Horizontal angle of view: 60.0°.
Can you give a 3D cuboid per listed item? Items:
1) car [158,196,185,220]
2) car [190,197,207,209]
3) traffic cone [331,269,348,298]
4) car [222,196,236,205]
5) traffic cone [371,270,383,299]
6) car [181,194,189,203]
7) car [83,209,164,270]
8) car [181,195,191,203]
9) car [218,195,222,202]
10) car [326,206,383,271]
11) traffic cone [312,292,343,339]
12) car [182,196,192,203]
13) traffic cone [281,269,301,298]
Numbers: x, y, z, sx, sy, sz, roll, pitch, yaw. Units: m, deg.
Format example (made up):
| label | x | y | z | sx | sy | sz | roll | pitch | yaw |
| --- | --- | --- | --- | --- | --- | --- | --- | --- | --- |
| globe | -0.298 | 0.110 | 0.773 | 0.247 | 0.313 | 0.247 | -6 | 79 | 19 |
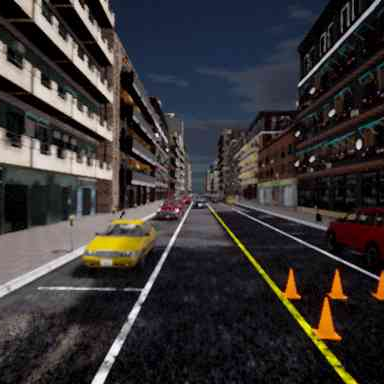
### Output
| label | x | y | z | sx | sy | sz | roll | pitch | yaw |
| --- | --- | --- | --- | --- | --- | --- | --- | --- | --- |
| car | -1.862 | 1.432 | 28.084 | 1.967 | 1.590 | 4.097 | 1 | 0 | 1 |
| car | 1.140 | 1.520 | 45.761 | 2.128 | 1.511 | 4.902 | 1 | 0 | 1 |
| traffic cone | 3.181 | 1.993 | 7.303 | 0.340 | 0.580 | 0.340 | 1 | 0 | 1 |
| car | 7.116 | 1.620 | 61.915 | 1.752 | 1.417 | 4.829 | 1 | 0 | 1 |
| traffic cone | 4.180 | 2.003 | 7.285 | 0.340 | 0.580 | 0.340 | 1 | 0 | 1 |
| car | -1.760 | 1.310 | 33.720 | 2.192 | 1.841 | 5.009 | 1 | 0 | 1 |
| car | -2.164 | 1.508 | 11.007 | 1.752 | 1.417 | 4.829 | 1 | 0 | 1 |
| car | -1.165 | 1.449 | 67.532 | 1.967 | 1.590 | 4.097 | 1 | 0 | 1 |
| car | 7.312 | 1.643 | 73.016 | 1.887 | 1.381 | 4.507 | 1 | 0 | 1 |
| car | 6.221 | 1.386 | 11.026 | 2.192 | 1.841 | 5.009 | 1 | 0 | 1 |
| traffic cone | 2.146 | 1.981 | 5.320 | 0.340 | 0.580 | 0.340 | 1 | 0 | 1 |
| car | -1.066 | 1.555 | 73.168 | 1.887 | 1.381 | 4.507 | 1 | 0 | 1 |
| traffic cone | 2.181 | 1.982 | 7.320 | 0.340 | 0.580 | 0.340 | 1 | 0 | 1 |
